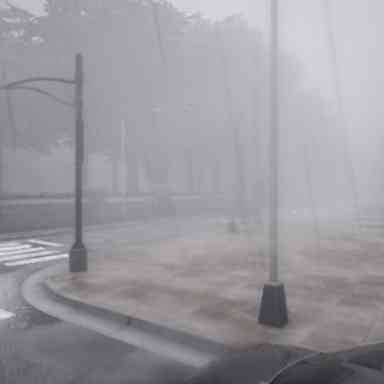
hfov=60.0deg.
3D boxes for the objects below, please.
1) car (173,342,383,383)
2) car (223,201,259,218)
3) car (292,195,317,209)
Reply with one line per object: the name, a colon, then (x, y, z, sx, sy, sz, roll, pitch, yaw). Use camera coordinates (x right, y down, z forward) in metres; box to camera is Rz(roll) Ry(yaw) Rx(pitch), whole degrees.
car: (1.595, 1.562, 1.660, 4.313, 1.339, 1.947, -1, 0, 36)
car: (4.816, 1.668, 32.191, 2.128, 1.511, 4.902, 0, 0, 36)
car: (16.364, 1.455, 48.163, 2.150, 2.045, 5.566, 0, 0, 36)
